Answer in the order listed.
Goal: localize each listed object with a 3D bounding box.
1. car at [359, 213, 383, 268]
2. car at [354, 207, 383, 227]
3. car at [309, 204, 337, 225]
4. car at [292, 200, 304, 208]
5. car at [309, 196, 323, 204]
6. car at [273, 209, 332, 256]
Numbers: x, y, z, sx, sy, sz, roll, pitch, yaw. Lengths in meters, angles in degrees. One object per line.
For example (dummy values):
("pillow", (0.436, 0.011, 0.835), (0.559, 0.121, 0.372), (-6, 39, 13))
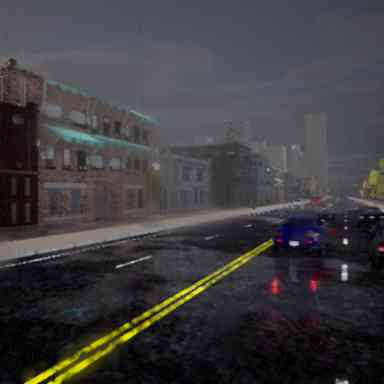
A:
("car", (6.964, 1.662, 11.267), (2.033, 1.411, 5.357), (0, -1, 25))
("car", (13.272, 1.799, 24.878), (2.033, 1.411, 5.357), (0, -1, 25))
("car", (10.637, 1.876, 26.901), (1.895, 1.301, 4.718), (0, -1, 25))
("car", (19.964, 2.165, 62.566), (1.812, 1.442, 4.674), (0, -1, 25))
("car", (22.897, 1.844, 61.160), (2.150, 2.045, 5.566), (0, -1, 25))
("car", (4.611, 1.669, 13.888), (1.812, 1.442, 4.674), (0, 0, 25))
